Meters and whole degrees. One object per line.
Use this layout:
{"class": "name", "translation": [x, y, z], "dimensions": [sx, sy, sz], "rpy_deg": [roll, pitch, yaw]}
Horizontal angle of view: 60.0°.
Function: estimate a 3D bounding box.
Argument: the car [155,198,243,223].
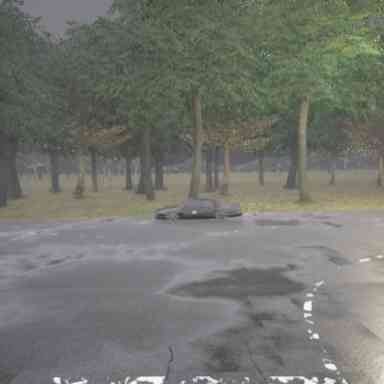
{"class": "car", "translation": [0.428, 1.103, 20.721], "dimensions": [5.357, 1.411, 2.033], "rpy_deg": [-1, 3, -1]}
